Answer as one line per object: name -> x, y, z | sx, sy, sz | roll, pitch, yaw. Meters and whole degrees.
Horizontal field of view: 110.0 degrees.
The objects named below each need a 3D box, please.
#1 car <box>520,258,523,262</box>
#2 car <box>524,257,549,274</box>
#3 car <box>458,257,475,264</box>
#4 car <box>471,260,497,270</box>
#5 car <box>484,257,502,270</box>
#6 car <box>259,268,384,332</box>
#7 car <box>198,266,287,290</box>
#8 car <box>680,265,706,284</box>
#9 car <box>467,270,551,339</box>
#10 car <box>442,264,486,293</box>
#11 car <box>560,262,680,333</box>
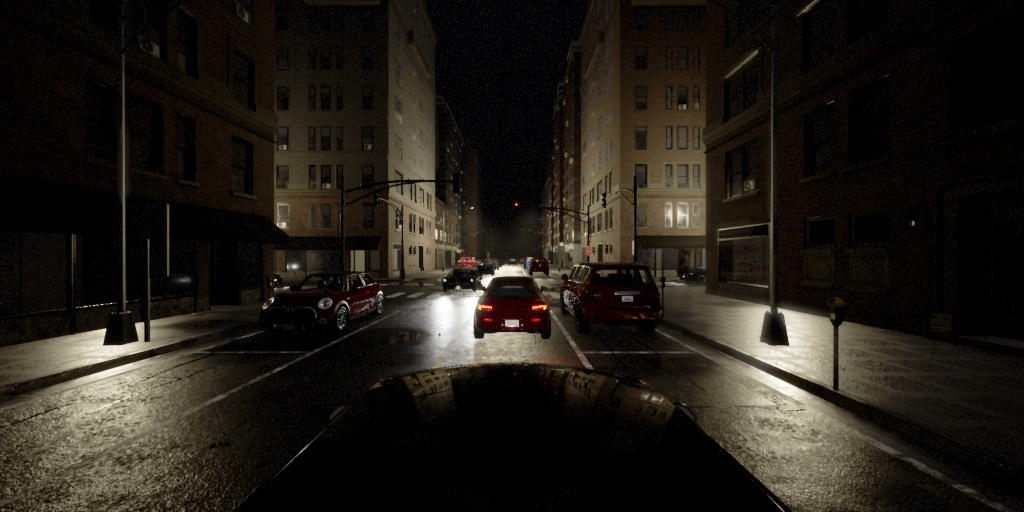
car -> 2.784, 1.060, 54.172 | 2.192, 1.841, 5.009 | 0, 0, 0
car -> 2.766, 1.062, 37.660 | 2.192, 1.841, 5.009 | 0, 0, 0
car -> -5.342, 1.062, 43.178 | 2.192, 1.841, 5.009 | 0, 0, 0
car -> -2.734, 1.349, 36.047 | 1.895, 1.301, 4.718 | 0, 0, -2
car -> -2.757, 1.294, 51.298 | 2.033, 1.411, 5.357 | 0, 0, 0
car -> -5.373, 1.189, 10.619 | 1.967, 1.591, 4.097 | 0, 0, 0
car -> -17.077, 1.362, 22.858 | 4.181, 1.385, 1.994 | 0, 0, 0
car -> 14.289, 1.271, 25.679 | 4.181, 1.385, 1.994 | 0, 0, -1
car -> 0.021, 1.275, 9.960 | 1.812, 1.442, 4.674 | 0, 0, 1
car -> -2.820, 1.354, 21.023 | 1.895, 1.301, 4.718 | 0, 0, 0
car -> 2.652, 1.064, 10.604 | 2.192, 1.841, 5.009 | 0, 0, 0
